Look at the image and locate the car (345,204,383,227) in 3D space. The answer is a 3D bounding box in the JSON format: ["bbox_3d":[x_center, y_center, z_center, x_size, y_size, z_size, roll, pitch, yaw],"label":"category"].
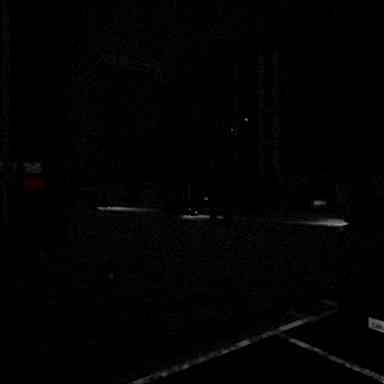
[{"bbox_3d":[11.322,1.412,19.659,1.994,1.385,4.181,-1,0,-36],"label":"car"}]

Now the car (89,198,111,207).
[{"bbox_3d":[-13.782,1.592,49.935,1.895,1.301,4.718,-1,0,-36],"label":"car"}]

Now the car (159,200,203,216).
[{"bbox_3d":[-1.149,1.475,32.057,2.033,1.411,5.357,-1,0,-35],"label":"car"}]

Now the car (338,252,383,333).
[{"bbox_3d":[4.435,1.509,5.979,4.313,1.339,1.947,-1,0,-36],"label":"car"}]
